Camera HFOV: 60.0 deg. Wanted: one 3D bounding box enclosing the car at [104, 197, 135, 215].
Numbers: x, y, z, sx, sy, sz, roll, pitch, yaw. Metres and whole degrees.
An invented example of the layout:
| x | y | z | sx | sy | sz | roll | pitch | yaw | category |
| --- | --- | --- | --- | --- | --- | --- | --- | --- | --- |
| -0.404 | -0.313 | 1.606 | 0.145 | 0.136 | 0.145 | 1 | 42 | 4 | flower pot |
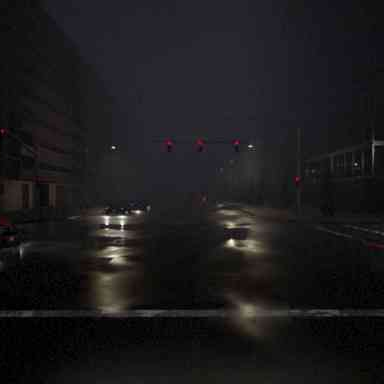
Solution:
| x | y | z | sx | sy | sz | roll | pitch | yaw | category |
| --- | --- | --- | --- | --- | --- | --- | --- | --- | --- |
| -7.466 | 1.526 | 34.177 | 1.812 | 1.442 | 4.674 | 0 | 0 | 0 | car |

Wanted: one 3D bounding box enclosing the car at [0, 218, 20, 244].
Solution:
| x | y | z | sx | sy | sz | roll | pitch | yaw | category |
| --- | --- | --- | --- | --- | --- | --- | --- | --- | --- |
| -9.775 | 1.384 | 13.964 | 4.553 | 1.767 | 2.097 | 0 | 0 | 0 | car |

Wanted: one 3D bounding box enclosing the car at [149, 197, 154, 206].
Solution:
| x | y | z | sx | sy | sz | roll | pitch | yaw | category |
| --- | --- | --- | --- | --- | --- | --- | --- | --- | --- |
| -7.340 | 1.547 | 54.552 | 2.033 | 1.411 | 5.357 | 0 | 0 | 1 | car |

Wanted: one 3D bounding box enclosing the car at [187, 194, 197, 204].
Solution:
| x | y | z | sx | sy | sz | roll | pitch | yaw | category |
| --- | --- | --- | --- | --- | --- | --- | --- | --- | --- |
| -0.038 | 1.564 | 64.574 | 1.994 | 1.385 | 4.181 | 0 | 0 | 1 | car |

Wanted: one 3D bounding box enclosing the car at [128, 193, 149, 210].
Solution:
| x | y | z | sx | sy | sz | roll | pitch | yaw | category |
| --- | --- | --- | --- | --- | --- | --- | --- | --- | --- |
| -7.452 | 1.221 | 44.088 | 2.150 | 2.045 | 5.566 | 0 | 0 | 1 | car |

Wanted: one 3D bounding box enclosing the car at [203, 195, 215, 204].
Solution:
| x | y | z | sx | sy | sz | roll | pitch | yaw | category |
| --- | --- | --- | --- | --- | --- | --- | --- | --- | --- |
| 3.461 | 1.491 | 64.666 | 2.128 | 1.511 | 4.902 | 0 | 0 | 1 | car |

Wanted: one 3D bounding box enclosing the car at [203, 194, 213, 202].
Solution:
| x | y | z | sx | sy | sz | roll | pitch | yaw | category |
| --- | --- | --- | --- | --- | --- | --- | --- | --- | --- |
| 3.465 | 1.355 | 74.531 | 2.097 | 1.767 | 4.553 | 0 | 0 | 1 | car |
